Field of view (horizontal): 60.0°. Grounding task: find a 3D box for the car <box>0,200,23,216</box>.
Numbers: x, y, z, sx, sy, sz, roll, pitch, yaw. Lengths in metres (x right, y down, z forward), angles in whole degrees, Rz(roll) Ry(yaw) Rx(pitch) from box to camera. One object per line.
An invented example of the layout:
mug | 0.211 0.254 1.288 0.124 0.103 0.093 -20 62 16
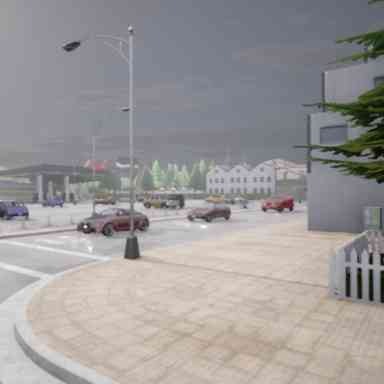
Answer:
car | -19.402 1.589 34.273 3.806 1.475 1.970 0 0 36

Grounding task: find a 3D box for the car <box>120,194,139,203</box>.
car | -14.304 1.670 73.106 3.806 1.475 1.970 0 0 36

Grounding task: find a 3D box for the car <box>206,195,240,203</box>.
car | 4.788 1.314 55.388 5.027 1.636 2.152 0 0 36

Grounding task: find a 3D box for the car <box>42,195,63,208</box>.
car | -21.237 1.587 50.437 3.633 1.501 1.845 0 0 36

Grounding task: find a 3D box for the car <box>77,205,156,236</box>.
car | -4.355 1.631 18.885 1.994 1.385 4.181 0 0 37

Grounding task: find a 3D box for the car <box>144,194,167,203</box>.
car | -7.425 1.358 68.150 4.605 1.855 1.932 0 0 36

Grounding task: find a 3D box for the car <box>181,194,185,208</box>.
car | -2.738 1.238 45.040 3.866 1.878 1.905 0 0 36

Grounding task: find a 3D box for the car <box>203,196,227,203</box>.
car | 4.755 1.500 67.876 4.514 1.523 2.007 0 0 36

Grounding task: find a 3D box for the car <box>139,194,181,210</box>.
car | -4.113 1.257 42.448 4.605 1.855 1.932 0 0 36

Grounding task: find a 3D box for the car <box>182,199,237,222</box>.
car | 1.514 1.592 26.947 1.812 1.442 4.674 0 0 36

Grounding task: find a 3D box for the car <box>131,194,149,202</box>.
car | -11.855 1.382 75.436 3.866 1.878 1.905 0 0 36

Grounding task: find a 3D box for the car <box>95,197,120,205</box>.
car | -15.326 1.564 58.494 4.514 1.523 2.007 0 0 36

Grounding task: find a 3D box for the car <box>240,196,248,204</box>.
car | 8.301 1.394 60.768 3.806 1.475 1.970 0 0 36

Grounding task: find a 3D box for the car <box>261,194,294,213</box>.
car | 10.064 1.283 38.693 2.150 2.045 5.566 0 0 37

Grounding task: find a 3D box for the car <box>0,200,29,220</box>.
car | -15.153 1.536 27.498 3.633 1.501 1.845 0 0 36
